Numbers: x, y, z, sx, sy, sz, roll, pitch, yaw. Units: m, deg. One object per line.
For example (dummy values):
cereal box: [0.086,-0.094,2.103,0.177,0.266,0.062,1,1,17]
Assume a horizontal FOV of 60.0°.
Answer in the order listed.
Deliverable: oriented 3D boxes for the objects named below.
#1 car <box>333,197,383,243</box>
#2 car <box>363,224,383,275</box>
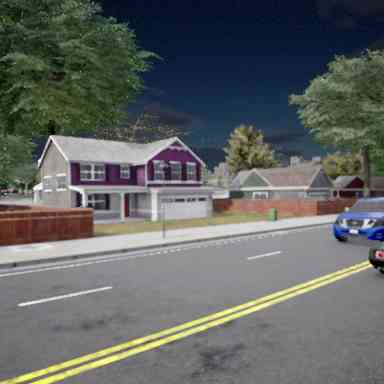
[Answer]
car: [8.797,1.288,15.686,5.566,2.045,2.150,0,-1,-41]
car: [6.898,1.622,9.445,4.718,1.301,1.895,0,-1,-41]
